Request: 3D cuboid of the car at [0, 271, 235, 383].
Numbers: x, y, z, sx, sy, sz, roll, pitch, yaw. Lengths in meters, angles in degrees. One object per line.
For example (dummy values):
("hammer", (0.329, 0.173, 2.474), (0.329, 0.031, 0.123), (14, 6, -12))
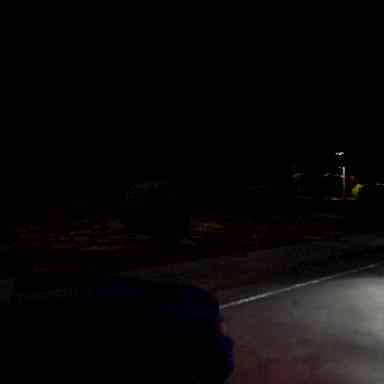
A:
("car", (-1.701, 1.525, 2.781), (4.674, 1.442, 1.812), (-1, 0, -36))
